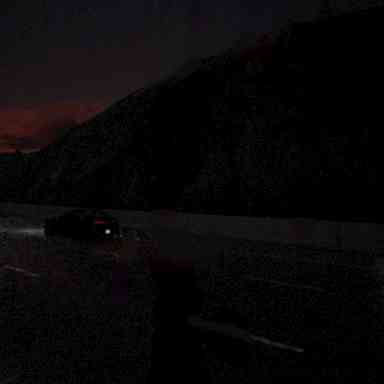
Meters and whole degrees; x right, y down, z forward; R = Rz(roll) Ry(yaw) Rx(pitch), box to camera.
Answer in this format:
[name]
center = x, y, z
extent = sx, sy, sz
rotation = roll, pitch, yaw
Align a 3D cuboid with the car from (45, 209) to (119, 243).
[car]
center = -5.787, 1.638, 17.180
extent = 4.902, 1.511, 2.128
rotation = 0, -1, 40
